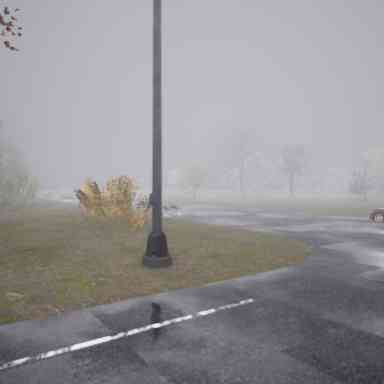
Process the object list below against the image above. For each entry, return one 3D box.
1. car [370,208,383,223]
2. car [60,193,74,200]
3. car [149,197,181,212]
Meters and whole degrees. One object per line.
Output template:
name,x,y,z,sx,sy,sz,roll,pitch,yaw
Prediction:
car,14.242,1.375,21.553,1.882,1.535,5.008,-1,1,-35
car,-23.993,0.845,63.785,1.994,1.385,4.181,-1,1,-34
car,-3.290,1.266,34.371,2.033,1.411,5.357,-1,1,-35
